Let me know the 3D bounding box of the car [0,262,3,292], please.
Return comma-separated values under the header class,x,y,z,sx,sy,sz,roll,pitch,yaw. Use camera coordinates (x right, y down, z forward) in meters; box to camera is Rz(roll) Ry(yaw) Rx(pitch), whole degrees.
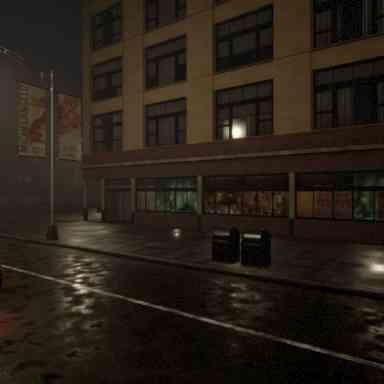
class,x,y,z,sx,sy,sz,roll,pitch,yaw
car,-5.832,1.564,7.719,1.994,1.385,4.181,0,0,-40
